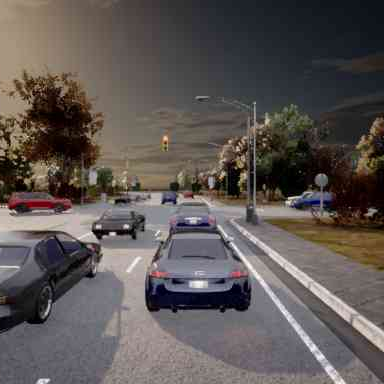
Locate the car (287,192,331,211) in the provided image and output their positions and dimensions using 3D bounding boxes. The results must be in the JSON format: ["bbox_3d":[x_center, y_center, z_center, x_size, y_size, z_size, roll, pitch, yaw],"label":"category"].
[{"bbox_3d":[14.033,0.995,37.407,5.566,2.045,2.150,0,0,-3],"label":"car"}]

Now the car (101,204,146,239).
[{"bbox_3d":[-3.471,1.518,16.669,1.895,1.301,4.718,0,0,-1],"label":"car"}]

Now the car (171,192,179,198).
[{"bbox_3d":[-4.530,0.845,87.854,1.994,1.385,4.181,0,1,-4],"label":"car"}]

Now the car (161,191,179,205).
[{"bbox_3d":[-3.528,0.894,51.818,2.150,2.045,5.566,0,0,-1],"label":"car"}]

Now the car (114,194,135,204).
[{"bbox_3d":[-10.772,1.271,52.161,1.895,1.301,4.718,0,0,0],"label":"car"}]

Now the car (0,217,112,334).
[{"bbox_3d":[-3.414,1.528,7.024,2.033,1.411,5.357,0,0,-1],"label":"car"}]

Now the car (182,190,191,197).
[{"bbox_3d":[-1.559,0.396,94.080,2.097,1.767,4.553,0,1,-7],"label":"car"}]

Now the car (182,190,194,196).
[{"bbox_3d":[-0.746,0.569,83.432,2.150,2.045,5.566,0,1,-4],"label":"car"}]

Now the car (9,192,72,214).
[{"bbox_3d":[-14.786,1.029,32.602,5.566,2.045,2.150,0,1,-12],"label":"car"}]

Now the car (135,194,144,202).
[{"bbox_3d":[-10.780,1.091,61.263,2.128,1.511,4.902,0,0,0],"label":"car"}]

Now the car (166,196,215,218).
[{"bbox_3d":[0.049,1.272,16.345,2.097,1.767,4.553,0,0,0],"label":"car"}]

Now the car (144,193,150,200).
[{"bbox_3d":[-10.820,1.098,71.219,1.895,1.301,4.718,0,1,-1],"label":"car"}]

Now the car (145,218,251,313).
[{"bbox_3d":[0.084,1.541,7.712,1.994,1.385,4.181,0,0,-1],"label":"car"}]
